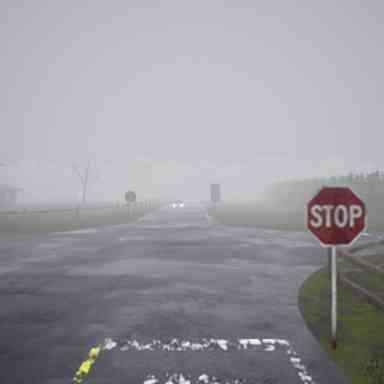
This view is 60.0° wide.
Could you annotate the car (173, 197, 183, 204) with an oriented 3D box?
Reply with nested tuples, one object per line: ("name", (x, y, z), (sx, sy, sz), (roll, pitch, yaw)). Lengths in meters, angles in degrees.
("car", (-2.686, 1.648, 65.541), (1.895, 1.301, 4.718), (0, 0, 0))
